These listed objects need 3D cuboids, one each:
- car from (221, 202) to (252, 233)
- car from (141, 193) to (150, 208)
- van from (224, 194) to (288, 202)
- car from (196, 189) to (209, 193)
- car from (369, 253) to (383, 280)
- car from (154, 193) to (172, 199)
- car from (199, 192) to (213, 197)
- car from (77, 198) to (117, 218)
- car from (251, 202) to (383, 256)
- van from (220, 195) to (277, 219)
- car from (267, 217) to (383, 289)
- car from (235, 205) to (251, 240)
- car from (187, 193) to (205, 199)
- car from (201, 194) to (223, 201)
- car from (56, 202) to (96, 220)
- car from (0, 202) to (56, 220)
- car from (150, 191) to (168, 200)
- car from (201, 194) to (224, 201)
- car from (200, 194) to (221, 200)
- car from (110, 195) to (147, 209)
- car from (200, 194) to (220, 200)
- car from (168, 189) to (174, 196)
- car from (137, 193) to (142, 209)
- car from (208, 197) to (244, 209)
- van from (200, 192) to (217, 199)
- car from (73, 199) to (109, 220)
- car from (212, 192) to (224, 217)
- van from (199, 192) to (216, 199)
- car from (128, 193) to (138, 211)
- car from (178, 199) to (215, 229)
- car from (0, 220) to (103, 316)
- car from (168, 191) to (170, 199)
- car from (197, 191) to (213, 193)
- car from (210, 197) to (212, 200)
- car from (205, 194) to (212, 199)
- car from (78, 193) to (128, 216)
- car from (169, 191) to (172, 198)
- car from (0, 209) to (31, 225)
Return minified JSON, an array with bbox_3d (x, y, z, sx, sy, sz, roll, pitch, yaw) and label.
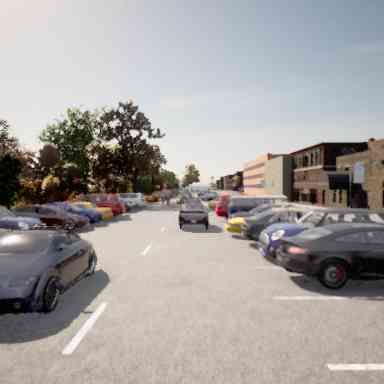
[{"bbox_3d":[4.357,1.466,16.853,5.366,1.575,1.946,0,0,0],"label":"car"},{"bbox_3d":[-8.564,1.182,41.906,5.566,2.045,2.435,0,0,0],"label":"car"},{"bbox_3d":[4.659,1.236,22.419,4.442,1.987,1.878,0,0,0],"label":"van"},{"bbox_3d":[4.433,0.893,84.832,5.566,2.045,2.435,0,0,0],"label":"car"},{"bbox_3d":[4.570,1.509,2.936,4.792,1.488,2.163,0,0,0],"label":"car"},{"bbox_3d":[-8.142,1.112,93.182,5.008,1.535,2.097,0,0,0],"label":"car"},{"bbox_3d":[4.328,1.231,67.877,4.792,1.488,2.163,0,0,0],"label":"car"},{"bbox_3d":[-8.722,1.455,25.072,5.366,1.575,1.946,0,0,0],"label":"car"},{"bbox_3d":[4.573,1.349,11.285,4.553,1.767,2.185,0,0,0],"label":"car"},{"bbox_3d":[4.660,1.228,27.861,4.442,1.987,1.878,0,0,0],"label":"van"},{"bbox_3d":[4.538,1.517,8.502,4.674,1.452,2.002,0,0,0],"label":"car"},{"bbox_3d":[4.535,1.473,14.070,4.892,1.521,2.231,0,0,0],"label":"car"},{"bbox_3d":[0.105,1.311,38.494,2.097,1.767,4.553,0,0,0],"label":"car"},{"bbox_3d":[4.371,1.222,73.530,4.674,1.452,2.002,0,0,0],"label":"car"},{"bbox_3d":[-8.508,1.495,19.626,4.792,1.488,2.163,0,0,0],"label":"car"},{"bbox_3d":[-8.570,1.346,14.057,4.553,1.767,2.185,0,0,0],"label":"car"},{"bbox_3d":[-8.175,1.056,73.529,4.553,1.767,2.185,0,0,0],"label":"car"},{"bbox_3d":[4.363,1.232,70.704,4.674,1.452,2.002,0,0,0],"label":"car"},{"bbox_3d":[4.394,1.163,79.182,5.008,1.535,2.097,0,0,0],"label":"car"},{"bbox_3d":[-8.504,1.304,44.691,4.553,1.767,2.185,0,0,0],"label":"car"},{"bbox_3d":[4.392,1.154,82.006,5.008,1.535,2.097,0,0,0],"label":"car"},{"bbox_3d":[-8.128,0.874,90.346,5.566,2.045,2.435,0,0,0],"label":"car"},{"bbox_3d":[-8.566,1.312,38.996,4.553,1.767,2.185,0,0,0],"label":"car"},{"bbox_3d":[4.530,1.470,44.543,4.674,1.452,2.002,-1,0,0],"label":"car"},{"bbox_3d":[4.296,0.909,87.657,4.442,1.987,1.878,0,0,0],"label":"van"},{"bbox_3d":[-8.543,1.461,22.412,5.008,1.535,2.097,0,0,0],"label":"car"},{"bbox_3d":[4.571,1.207,25.202,5.566,2.045,2.435,0,0,0],"label":"car"},{"bbox_3d":[4.312,0.887,93.188,4.442,1.987,1.878,0,0,0],"label":"van"},{"bbox_3d":[-8.567,1.316,36.211,4.553,1.767,2.185,0,0,0],"label":"car"},{"bbox_3d":[0.102,1.474,21.720,2.128,1.511,4.902,0,0,0],"label":"car"},{"bbox_3d":[-3.599,1.561,7.484,1.994,1.385,4.181,0,0,0],"label":"car"},{"bbox_3d":[-8.193,1.172,76.229,5.008,1.535,2.097,0,0,0],"label":"car"},{"bbox_3d":[4.196,1.170,76.356,5.366,1.575,1.946,0,0,0],"label":"car"},{"bbox_3d":[4.573,1.476,33.552,4.792,1.488,2.163,0,0,0],"label":"car"},{"bbox_3d":[4.730,1.431,41.901,5.366,1.575,1.946,0,0,0],"label":"car"},{"bbox_3d":[-8.565,1.202,27.856,5.566,2.045,2.435,0,0,0],"label":"car"},{"bbox_3d":[-8.187,1.154,82.001,4.892,1.521,2.231,0,0,0],"label":"car"},{"bbox_3d":[-8.545,1.476,11.271,4.892,1.521,2.231,0,0,0],"label":"car"}]
